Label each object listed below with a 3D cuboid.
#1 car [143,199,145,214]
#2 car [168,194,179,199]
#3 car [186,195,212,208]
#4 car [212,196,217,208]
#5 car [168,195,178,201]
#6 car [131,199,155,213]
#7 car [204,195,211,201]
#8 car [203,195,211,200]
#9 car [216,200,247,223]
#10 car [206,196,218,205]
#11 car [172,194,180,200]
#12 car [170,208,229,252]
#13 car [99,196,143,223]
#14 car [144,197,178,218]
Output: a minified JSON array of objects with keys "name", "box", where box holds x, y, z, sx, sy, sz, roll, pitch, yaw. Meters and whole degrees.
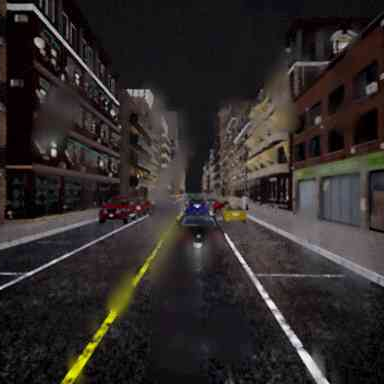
[{"name":"car","box":[-5.294,1.368,30.407,1.967,1.590,4.097,0,0,1]},{"name":"car","box":[-4.690,1.390,75.493,2.008,1.369,4.403,0,0,1]},{"name":"car","box":[0.499,1.296,30.613,2.097,1.767,4.553,0,0,1]},{"name":"car","box":[3.160,1.487,35.928,1.887,1.381,4.507,0,0,1]},{"name":"car","box":[-4.615,1.379,81.130,2.008,1.369,4.403,0,0,1]},{"name":"car","box":[-5.219,1.462,36.045,1.887,1.381,4.507,0,0,1]},{"name":"car","box":[3.768,1.378,81.183,1.752,1.417,4.829,0,0,1]},{"name":"car","box":[3.840,1.408,86.649,1.947,1.339,4.313,0,0,1]},{"name":"car","box":[3.012,1.488,24.826,1.752,1.417,4.829,0,0,1]},{"name":"car","box":[3.463,1.450,58.470,2.008,1.369,4.403,0,0,1]},{"name":"car","box":[-4.464,1.350,92.401,1.887,1.381,4.507,0,0,1]},{"name":"car","box":[0.273,1.576,13.880,1.895,1.301,4.718,0,0,1]},{"name":"car","box":[-5.368,1.253,24.772,2.192,1.841,5.009,0,0,1]},{"name":"car","box":[-2.670,1.484,29.942,2.033,1.411,5.357,0,0,1]}]
